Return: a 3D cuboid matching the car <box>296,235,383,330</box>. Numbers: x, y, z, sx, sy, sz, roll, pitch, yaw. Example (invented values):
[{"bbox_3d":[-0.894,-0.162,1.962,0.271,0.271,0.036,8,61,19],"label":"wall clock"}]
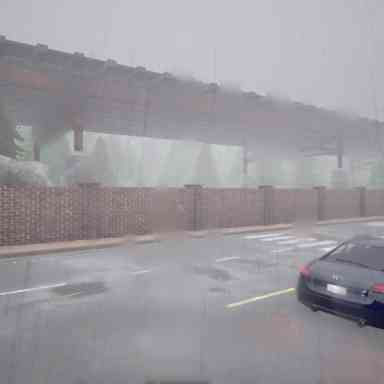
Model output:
[{"bbox_3d":[3.995,1.564,6.612,4.181,1.385,1.994,0,0,-36],"label":"car"}]
